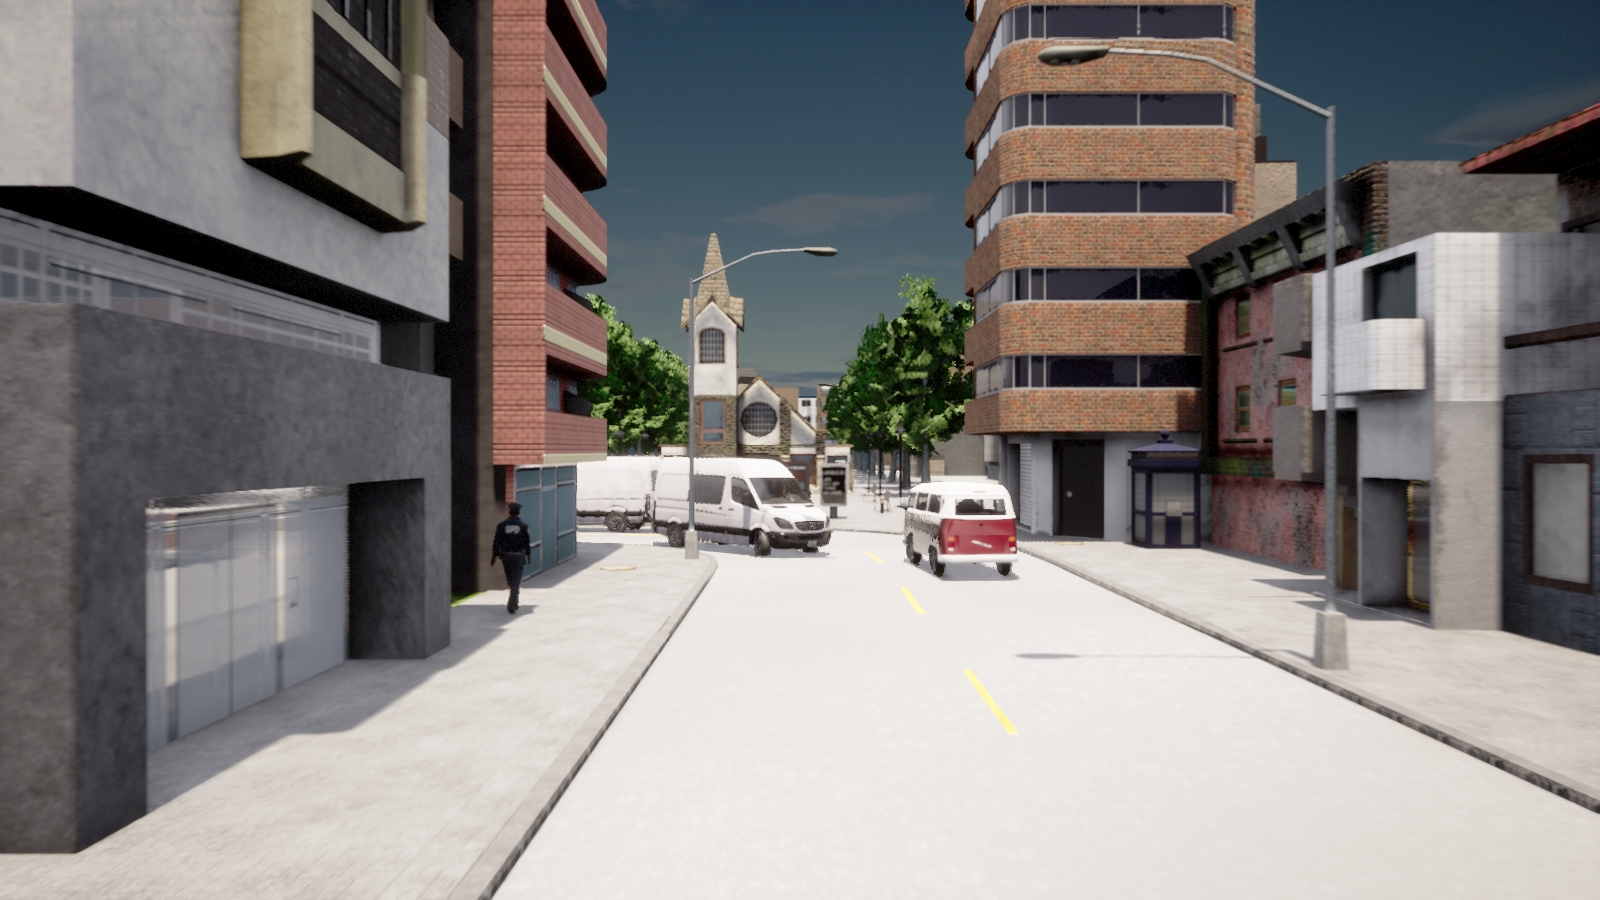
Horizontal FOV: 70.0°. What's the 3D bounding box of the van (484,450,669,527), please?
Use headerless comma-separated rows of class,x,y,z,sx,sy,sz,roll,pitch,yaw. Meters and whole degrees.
van,-7.663,1.288,39.303,5.915,2.561,1.988,0,-1,10

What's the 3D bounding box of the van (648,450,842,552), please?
van,-1.639,1.293,31.469,1.988,2.561,5.915,1,-1,-42

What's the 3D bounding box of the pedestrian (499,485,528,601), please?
pedestrian,-4.680,1.510,18.670,0.375,1.860,0.375,0,0,-1

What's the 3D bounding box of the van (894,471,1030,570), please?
van,3.641,1.543,26.562,2.069,2.038,4.480,0,0,-6
